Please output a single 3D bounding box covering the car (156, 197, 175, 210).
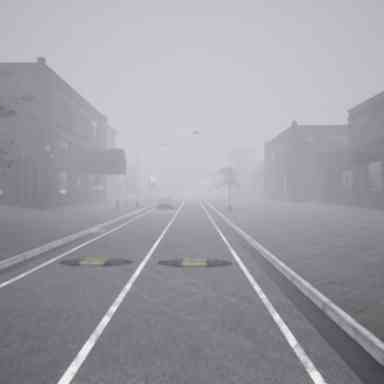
[{"bbox_3d":[-2.996,1.335,38.524,2.033,1.411,5.357,0,0,0],"label":"car"}]
